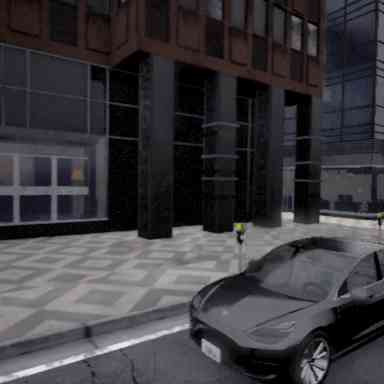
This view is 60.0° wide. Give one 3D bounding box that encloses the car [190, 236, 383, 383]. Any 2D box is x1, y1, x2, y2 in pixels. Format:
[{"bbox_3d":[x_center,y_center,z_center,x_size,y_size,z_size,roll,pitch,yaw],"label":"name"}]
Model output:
[{"bbox_3d":[2.000,1.430,5.051,4.313,1.339,1.947,0,2,-35],"label":"car"}]
